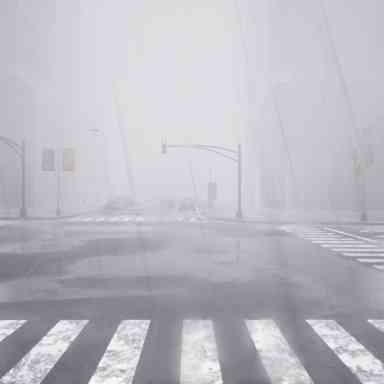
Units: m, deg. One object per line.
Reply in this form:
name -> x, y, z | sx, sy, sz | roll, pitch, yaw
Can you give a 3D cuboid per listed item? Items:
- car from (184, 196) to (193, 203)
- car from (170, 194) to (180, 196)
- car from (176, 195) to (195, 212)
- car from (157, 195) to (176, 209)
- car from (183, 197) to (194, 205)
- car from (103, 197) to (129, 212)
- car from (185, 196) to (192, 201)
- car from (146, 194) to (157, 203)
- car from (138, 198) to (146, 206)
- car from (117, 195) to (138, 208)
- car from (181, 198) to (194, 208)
car -> -0.741, 1.612, 71.710 | 1.752, 1.417, 4.829 | 0, 0, 0
car -> -3.371, 1.637, 66.355 | 1.994, 1.385, 4.181 | 0, 0, 0
car -> -0.566, 1.448, 38.991 | 1.967, 1.590, 4.097 | 0, 0, 0
car -> -3.270, 1.526, 44.812 | 1.837, 1.490, 4.892 | 0, 0, 0
car -> -0.682, 1.603, 60.690 | 1.887, 1.381, 4.507 | 0, 0, 0
car -> -9.090, 1.574, 38.948 | 1.947, 1.339, 4.313 | 0, 0, 0
car -> -0.857, 1.695, 93.240 | 1.887, 1.381, 4.507 | 0, 0, 0
car -> -9.265, 1.668, 71.504 | 1.802, 1.307, 4.206 | 0, 0, 0
car -> -9.176, 1.570, 55.056 | 1.752, 1.417, 4.829 | 0, 0, 0
car -> -9.120, 1.335, 44.374 | 2.192, 1.841, 5.009 | 0, 0, 0
car -> -0.623, 1.614, 49.840 | 1.802, 1.307, 4.206 | 0, 0, 0
